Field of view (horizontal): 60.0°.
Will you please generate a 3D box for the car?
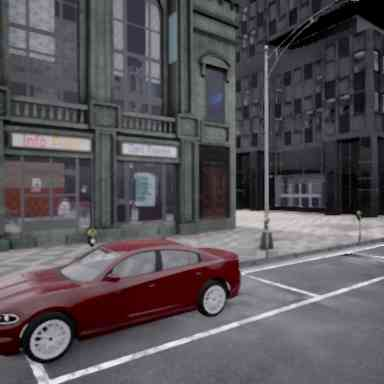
[{"bbox_3d":[-1.133,1.538,5.842,4.507,1.381,1.887,0,0,-35],"label":"car"}]
